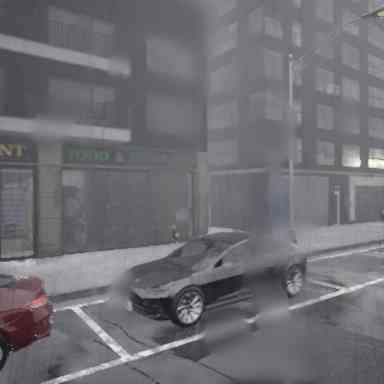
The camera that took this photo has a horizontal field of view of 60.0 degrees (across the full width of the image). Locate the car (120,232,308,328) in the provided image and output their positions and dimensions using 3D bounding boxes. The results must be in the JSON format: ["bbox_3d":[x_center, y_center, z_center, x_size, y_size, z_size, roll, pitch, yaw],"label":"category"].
[{"bbox_3d":[0.659,1.573,7.009,4.313,1.339,1.947,0,-1,-35],"label":"car"}]

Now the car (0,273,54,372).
[{"bbox_3d":[-3.845,1.580,3.798,4.206,1.307,1.802,0,-1,-35],"label":"car"}]
